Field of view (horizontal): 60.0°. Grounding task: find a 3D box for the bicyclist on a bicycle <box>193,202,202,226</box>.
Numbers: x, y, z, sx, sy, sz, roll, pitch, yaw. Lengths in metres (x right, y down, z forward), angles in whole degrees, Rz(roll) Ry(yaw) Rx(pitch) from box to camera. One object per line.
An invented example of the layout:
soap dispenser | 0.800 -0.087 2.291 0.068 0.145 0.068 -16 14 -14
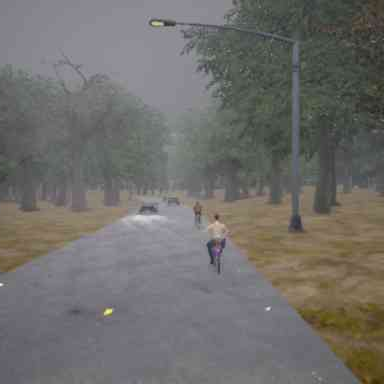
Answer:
bicyclist on a bicycle | 0.361 1.401 19.851 0.582 1.620 1.656 0 0 -2

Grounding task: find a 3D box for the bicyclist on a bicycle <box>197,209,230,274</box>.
bicyclist on a bicycle | 0.692 1.410 9.478 0.866 1.612 1.509 0 0 -1

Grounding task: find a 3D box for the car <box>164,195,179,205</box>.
car | -3.232 1.379 56.217 1.837 1.490 4.892 0 0 -7

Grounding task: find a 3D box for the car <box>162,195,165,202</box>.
car | -5.601 1.371 73.500 1.812 1.442 4.674 0 0 -9

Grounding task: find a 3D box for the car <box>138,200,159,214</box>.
car | -4.364 1.515 33.996 1.895 1.301 4.718 0 0 -4
